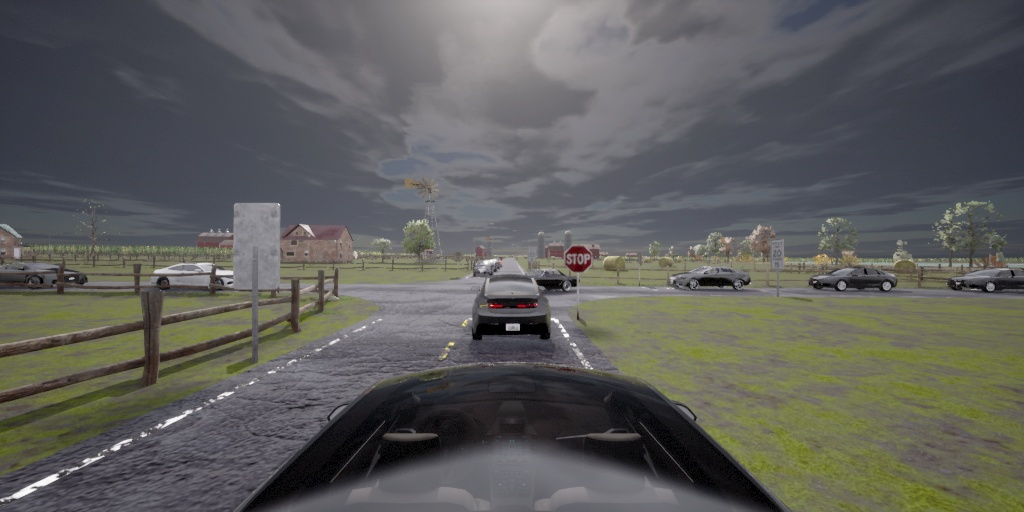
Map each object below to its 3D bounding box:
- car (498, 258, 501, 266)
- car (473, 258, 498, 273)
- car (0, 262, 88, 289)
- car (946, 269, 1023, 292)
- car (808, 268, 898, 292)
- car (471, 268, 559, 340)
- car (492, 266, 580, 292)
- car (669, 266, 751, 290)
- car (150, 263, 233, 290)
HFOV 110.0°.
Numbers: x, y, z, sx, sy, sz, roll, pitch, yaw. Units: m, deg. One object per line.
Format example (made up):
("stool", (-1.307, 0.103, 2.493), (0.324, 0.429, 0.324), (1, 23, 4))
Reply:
("car", (-2.874, 1.242, 46.123), (2.128, 1.511, 4.902), (0, 0, 0))
("car", (-2.877, 1.243, 36.677), (2.128, 1.511, 4.902), (0, 0, 0))
("car", (-26.372, 1.048, 19.813), (4.181, 1.385, 1.994), (1, -1, -1))
("car", (31.692, 1.587, 23.575), (4.892, 1.490, 1.837), (1, -1, -1))
("car", (22.189, 1.499, 23.449), (4.892, 1.490, 1.837), (1, -1, -1))
("car", (-0.078, 1.256, 9.992), (1.837, 1.490, 4.892), (0, 0, -2))
("car", (1.491, 1.369, 20.039), (4.718, 1.301, 1.895), (1, 0, -35))
("car", (12.788, 1.397, 23.273), (4.902, 1.511, 2.128), (1, -1, -2))
("car", (-17.252, 1.104, 19.939), (4.674, 1.442, 1.812), (1, -1, -1))
